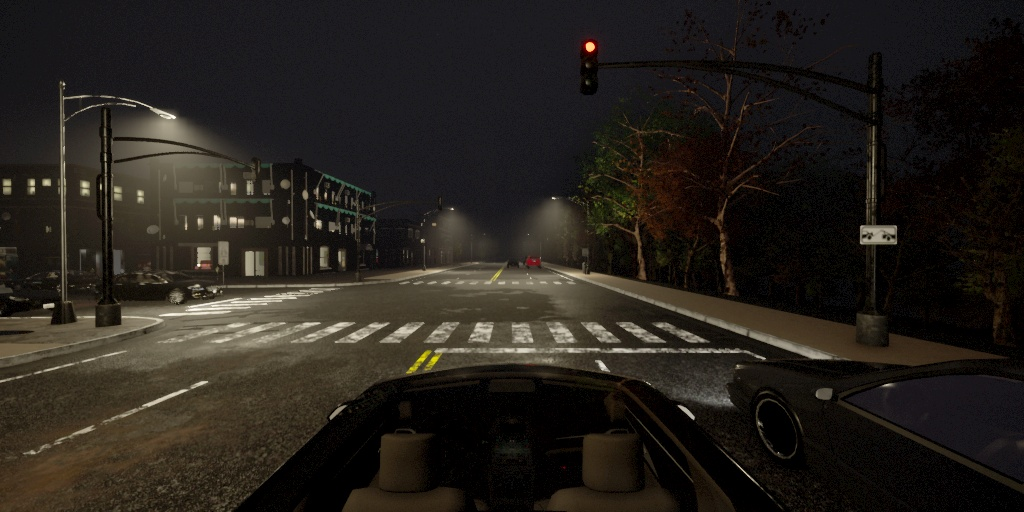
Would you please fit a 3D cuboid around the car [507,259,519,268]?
[{"bbox_3d":[0.191,1.206,61.310,1.882,1.535,5.008,0,-1,0],"label":"car"}]

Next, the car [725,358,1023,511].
[{"bbox_3d":[3.326,1.297,1.762,2.033,1.411,5.357,0,0,3],"label":"car"}]

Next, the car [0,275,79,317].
[{"bbox_3d":[-19.930,1.565,13.755,4.313,1.339,1.948,0,0,0],"label":"car"}]

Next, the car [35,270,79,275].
[{"bbox_3d":[-28.249,1.560,22.280,4.403,1.370,2.007,0,0,0],"label":"car"}]

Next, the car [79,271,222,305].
[{"bbox_3d":[-16.233,1.434,16.540,4.892,1.490,1.837,-1,1,-2],"label":"car"}]

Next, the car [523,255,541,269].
[{"bbox_3d":[3.436,0.946,58.054,2.150,2.045,5.566,0,-1,0],"label":"car"}]
